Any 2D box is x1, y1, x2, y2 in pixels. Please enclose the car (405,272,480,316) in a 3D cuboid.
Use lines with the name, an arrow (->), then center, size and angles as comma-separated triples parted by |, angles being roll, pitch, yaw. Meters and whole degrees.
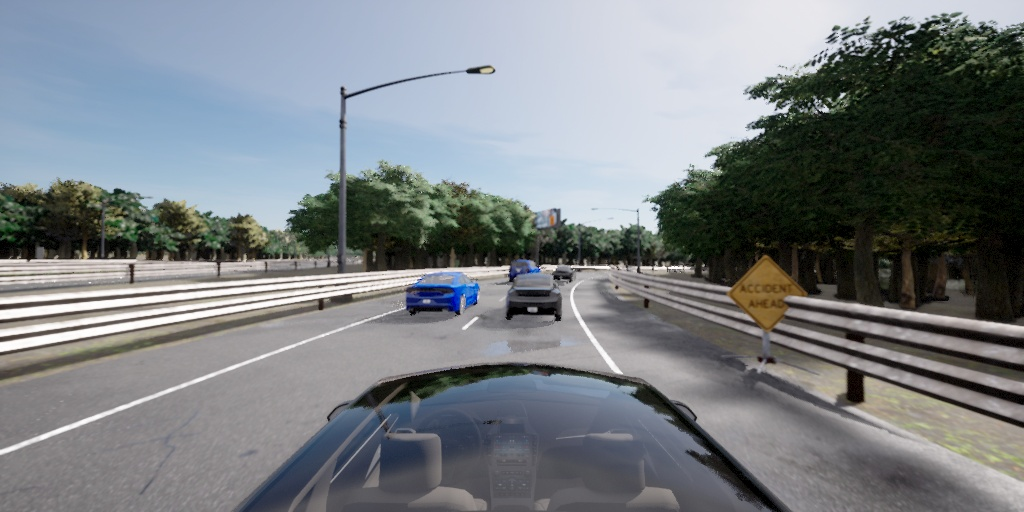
car -> -2.554, 1.386, 14.291 | 1.882, 1.535, 5.008 | 0, -1, 6

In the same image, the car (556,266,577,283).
car -> 5.148, 1.762, 34.844 | 1.837, 1.490, 4.892 | -1, -1, 16

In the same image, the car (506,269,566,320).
car -> 0.870, 1.402, 13.366 | 1.837, 1.490, 4.892 | 0, 0, 6

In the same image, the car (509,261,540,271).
car -> 1.295, 1.466, 34.224 | 2.150, 2.045, 5.566 | 0, -1, 15

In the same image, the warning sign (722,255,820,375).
warning sign -> 4.291, 0.916, 6.044 | 1.300, 1.860, 1.060 | 0, 0, 3
